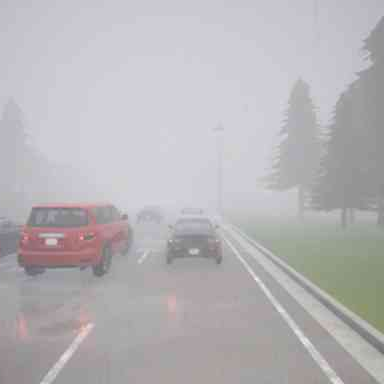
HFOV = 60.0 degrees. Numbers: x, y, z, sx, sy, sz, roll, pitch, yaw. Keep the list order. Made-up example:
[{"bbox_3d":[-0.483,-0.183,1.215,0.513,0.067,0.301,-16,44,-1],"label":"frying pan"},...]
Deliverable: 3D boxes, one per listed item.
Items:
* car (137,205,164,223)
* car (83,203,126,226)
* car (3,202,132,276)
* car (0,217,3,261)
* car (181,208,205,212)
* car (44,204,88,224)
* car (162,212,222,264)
[{"bbox_3d":[-3.426,1.795,27.885,1.812,1.442,4.674,0,-1,0],"label":"car"},{"bbox_3d":[-6.935,1.752,26.968,2.128,1.511,4.902,0,0,1],"label":"car"},{"bbox_3d":[-3.442,1.329,10.874,2.150,2.045,5.566,0,0,0],"label":"car"},{"bbox_3d":[-6.940,1.604,11.668,2.128,1.511,4.902,0,-1,0],"label":"car"},{"bbox_3d":[0.050,1.848,25.505,1.895,1.301,4.718,0,-1,1],"label":"car"},{"bbox_3d":[-10.426,1.794,27.915,1.812,1.442,4.674,0,-1,0],"label":"car"},{"bbox_3d":[0.065,1.645,12.215,1.812,1.442,4.674,0,-1,0],"label":"car"}]
